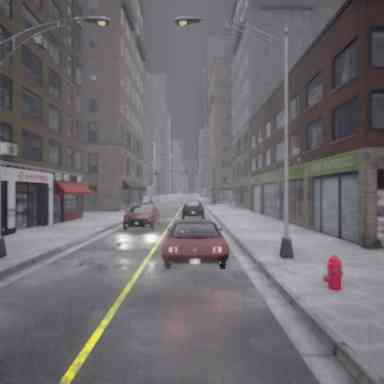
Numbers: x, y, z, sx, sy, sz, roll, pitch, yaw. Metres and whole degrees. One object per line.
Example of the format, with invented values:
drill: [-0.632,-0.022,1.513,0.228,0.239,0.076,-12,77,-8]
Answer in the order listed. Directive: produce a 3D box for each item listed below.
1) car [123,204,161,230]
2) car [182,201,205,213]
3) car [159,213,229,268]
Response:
car: [-3.102,1.491,21.185,1.882,1.535,5.008,0,0,0]
car: [0.094,1.497,29.307,1.882,1.535,5.008,0,0,0]
car: [0.093,1.607,11.283,1.895,1.301,4.718,0,0,0]
